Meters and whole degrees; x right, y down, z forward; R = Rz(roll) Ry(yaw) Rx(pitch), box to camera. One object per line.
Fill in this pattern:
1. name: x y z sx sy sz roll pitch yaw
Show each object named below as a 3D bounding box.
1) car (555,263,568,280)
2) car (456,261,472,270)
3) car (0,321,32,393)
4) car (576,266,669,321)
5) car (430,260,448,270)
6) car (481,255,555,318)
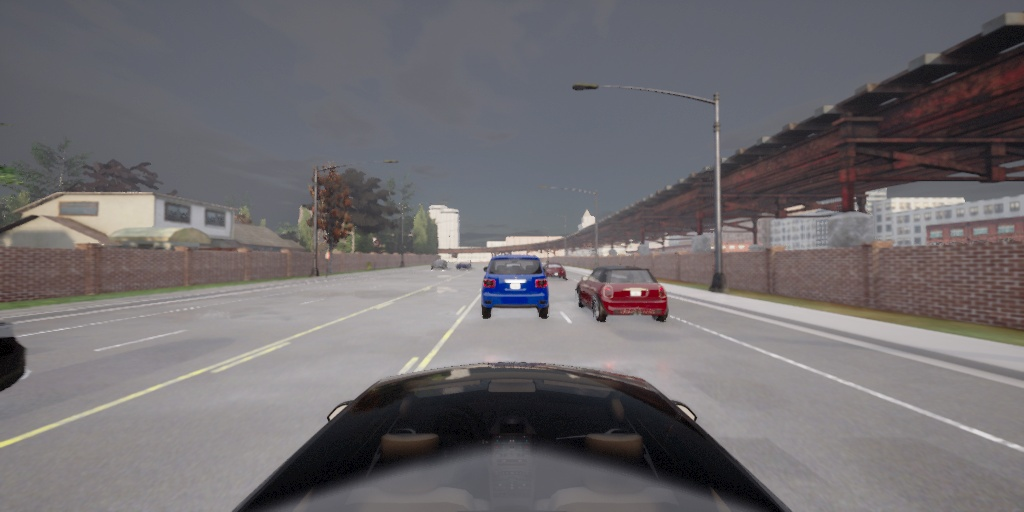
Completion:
1. car: 3.600 1.301 31.456 1.812 1.442 4.674 0 0 0
2. car: -7.068 1.394 52.703 1.895 1.301 4.718 0 0 0
3. car: -7.100 1.241 2.450 2.128 1.511 4.902 0 0 0
4. car: 3.600 1.111 12.554 2.097 1.767 4.553 0 0 0
5. car: -10.573 1.297 52.375 1.837 1.490 4.892 0 0 0
6. car: 0.100 0.981 13.250 2.150 2.045 5.566 0 0 0
